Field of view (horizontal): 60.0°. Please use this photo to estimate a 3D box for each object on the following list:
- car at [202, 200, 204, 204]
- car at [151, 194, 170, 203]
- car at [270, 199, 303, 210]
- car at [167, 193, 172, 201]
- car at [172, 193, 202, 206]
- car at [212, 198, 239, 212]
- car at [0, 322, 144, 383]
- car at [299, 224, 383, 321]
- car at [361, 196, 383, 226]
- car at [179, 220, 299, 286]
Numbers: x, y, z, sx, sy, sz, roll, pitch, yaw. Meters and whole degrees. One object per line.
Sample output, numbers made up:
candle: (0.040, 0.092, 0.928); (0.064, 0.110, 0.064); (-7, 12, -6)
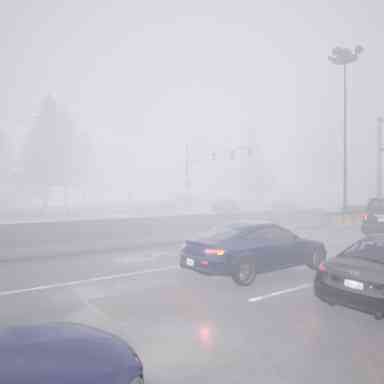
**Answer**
car: (0.373, 1.526, 61.850); (2.033, 1.411, 5.357); (0, 0, -23)
car: (-6.757, 1.574, 70.852); (1.895, 1.301, 4.718); (0, 0, -18)
car: (12.240, 1.549, 43.142); (1.994, 1.385, 4.181); (0, 0, -41)
car: (-3.587, 1.455, 72.514); (1.882, 1.535, 5.008); (0, 0, -18)
car: (-0.914, 1.202, 56.407); (2.150, 2.045, 5.566); (0, 0, -27)
car: (3.958, 1.493, 38.093); (1.837, 1.490, 4.892); (4, 2, 27)
car: (-2.500, 1.526, 1.928); (4.674, 1.442, 1.812); (0, 0, -36)
car: (4.418, 1.559, 6.893); (4.181, 1.385, 1.994); (0, 0, -35)
car: (9.907, 1.213, 15.103); (5.566, 2.045, 2.150); (0, 0, -35)
car: (1.833, 1.522, 9.348); (4.674, 1.442, 1.812); (0, 0, -35)
